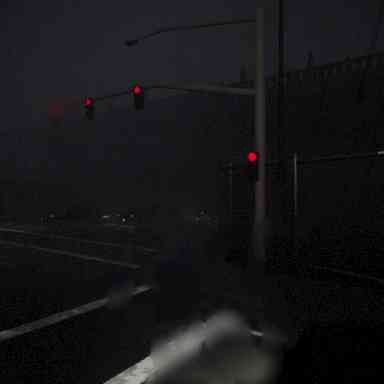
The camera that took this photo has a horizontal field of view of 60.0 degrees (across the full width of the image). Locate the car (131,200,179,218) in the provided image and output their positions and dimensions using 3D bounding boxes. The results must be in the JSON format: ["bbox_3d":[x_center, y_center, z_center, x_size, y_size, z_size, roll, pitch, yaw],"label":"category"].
[{"bbox_3d":[-3.421,1.581,31.659,1.812,1.442,4.674,0,0,36],"label":"car"}]

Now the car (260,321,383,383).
[{"bbox_3d":[3.041,1.547,1.799,5.357,1.411,2.033,0,0,36],"label":"car"}]

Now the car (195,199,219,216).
[{"bbox_3d":[2.527,1.603,33.997,2.033,1.411,5.357,0,0,35],"label":"car"}]

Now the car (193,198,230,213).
[{"bbox_3d":[2.357,1.547,39.798,2.128,1.511,4.902,0,0,35],"label":"car"}]

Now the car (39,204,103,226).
[{"bbox_3d":[-8.708,1.581,24.258,1.812,1.442,4.674,0,0,37],"label":"car"}]

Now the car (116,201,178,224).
[{"bbox_3d":[-3.306,1.603,25.785,2.033,1.411,5.357,0,0,35],"label":"car"}]
